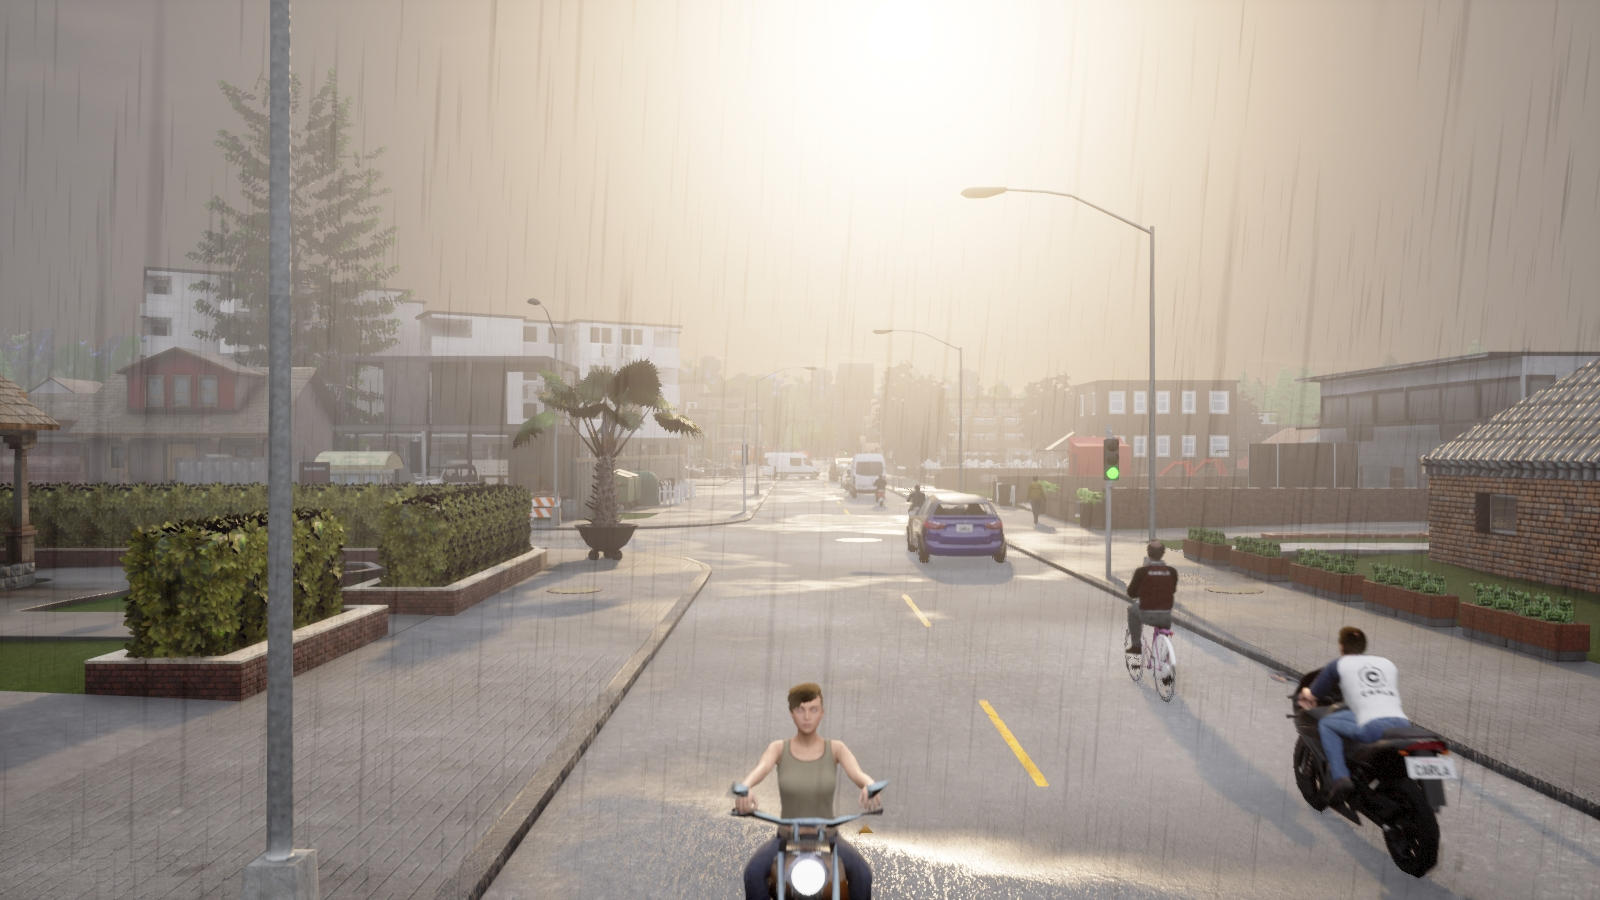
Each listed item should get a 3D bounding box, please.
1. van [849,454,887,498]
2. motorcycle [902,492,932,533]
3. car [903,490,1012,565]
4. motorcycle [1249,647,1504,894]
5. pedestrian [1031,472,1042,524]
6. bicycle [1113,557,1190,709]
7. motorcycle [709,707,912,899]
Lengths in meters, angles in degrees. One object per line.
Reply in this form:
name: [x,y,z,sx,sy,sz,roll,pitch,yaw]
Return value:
van: [4.032,1.531,68.672,1.988,2.561,5.915,0,-1,0]
motorcycle: [4.028,2.142,39.408,0.856,1.316,1.805,0,0,0]
car: [4.031,1.968,30.056,2.242,1.667,4.611,0,0,0]
motorcycle: [4.016,2.186,8.181,0.803,1.199,2.033,0,0,0]
pedestrian: [8.554,1.744,41.331,0.375,1.860,0.375,0,0,13]
bicycle: [4.043,2.060,13.236,0.329,1.471,1.835,0,0,0]
motorcycle: [0.044,2.155,5.473,0.764,1.307,2.356,0,0,0]
